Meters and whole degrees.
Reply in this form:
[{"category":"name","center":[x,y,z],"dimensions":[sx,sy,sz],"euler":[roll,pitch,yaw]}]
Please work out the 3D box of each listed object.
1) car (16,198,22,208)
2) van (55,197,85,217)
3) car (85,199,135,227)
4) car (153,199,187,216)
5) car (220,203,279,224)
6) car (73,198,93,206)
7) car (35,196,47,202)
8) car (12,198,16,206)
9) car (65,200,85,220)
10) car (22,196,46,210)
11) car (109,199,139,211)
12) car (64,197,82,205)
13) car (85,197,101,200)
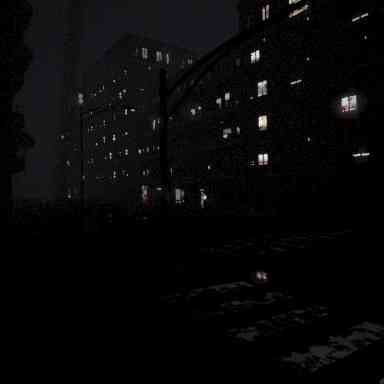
[{"category":"car","center":[-25.181,1.769,50.931],"dimensions":[1.947,1.339,4.313],"euler":[-1,1,-36]},{"category":"van","center":[-12.308,1.483,32.922],"dimensions":[1.690,1.788,3.998],"euler":[-1,1,-36]},{"category":"car","center":[-5.869,1.553,23.921],"dimensions":[1.967,1.590,4.097],"euler":[-1,1,-36]},{"category":"car","center":[-2.271,1.441,33.295],"dimensions":[1.967,1.590,4.097],"euler":[-1,1,-36]},{"category":"car","center":[4.069,1.498,24.431],"dimensions":[1.752,1.417,4.829],"euler":[-1,1,-36]},{"category":"car","center":[-18.365,1.643,55.805],"dimensions":[1.947,1.339,4.313],"euler":[-1,1,-36]},{"category":"car","center":[-37.679,1.728,82.816],"dimensions":[1.887,1.381,4.507],"euler":[-1,1,-36]},{"category":"car","center":[-31.619,1.782,59.935],"dimensions":[1.887,1.381,4.507],"euler":[-1,1,-36]},{"category":"car","center":[-8.988,1.652,28.284],"dimensions":[1.752,1.417,4.829],"euler":[-1,1,-36]},{"category":"car","center":[-21.964,1.628,46.429],"dimensions":[1.967,1.590,4.097],"euler":[-1,1,-36]},{"category":"car","center":[-8.708,1.581,42.299],"dimensions":[2.008,1.369,4.403],"euler":[-1,1,-36]},{"category":"car","center":[-21.584,1.645,60.307],"dimensions":[2.008,1.369,4.403],"euler":[-1,1,-36]},{"category":"car","center":[-15.148,1.502,51.302],"dimensions":[1.967,1.590,4.097],"euler":[-1,1,-36]}]
